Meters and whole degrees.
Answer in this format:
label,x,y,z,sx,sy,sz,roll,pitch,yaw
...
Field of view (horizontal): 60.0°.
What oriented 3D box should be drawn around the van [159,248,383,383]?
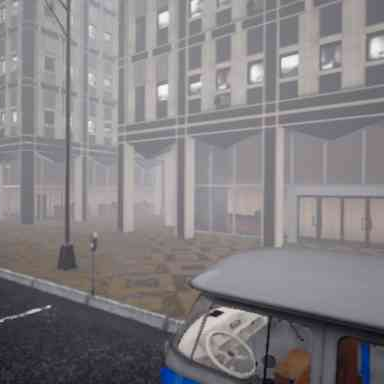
label,x,y,z,sx,sy,sz,roll,pitch,yaw
van,1.592,1.344,1.733,3.998,1.788,1.690,0,1,36
